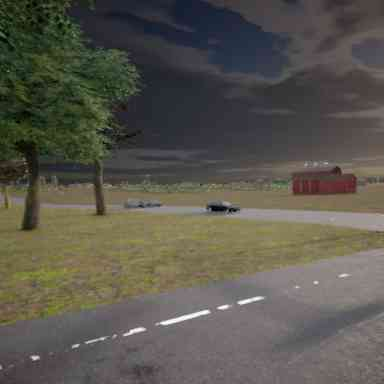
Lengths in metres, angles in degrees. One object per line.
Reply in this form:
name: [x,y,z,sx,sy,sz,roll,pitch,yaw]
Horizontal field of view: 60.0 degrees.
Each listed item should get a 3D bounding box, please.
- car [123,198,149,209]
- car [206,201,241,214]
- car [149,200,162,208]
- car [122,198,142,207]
car: [-10.034,2.254,58.957,1.994,1.385,4.181,-3,0,-37]
car: [3.815,1.828,40.873,1.882,1.535,5.008,-3,1,-38]
car: [-7.378,2.116,61.335,1.994,1.385,4.181,-3,1,-37]
car: [-12.275,2.076,67.639,2.097,1.767,4.553,-3,0,-38]
